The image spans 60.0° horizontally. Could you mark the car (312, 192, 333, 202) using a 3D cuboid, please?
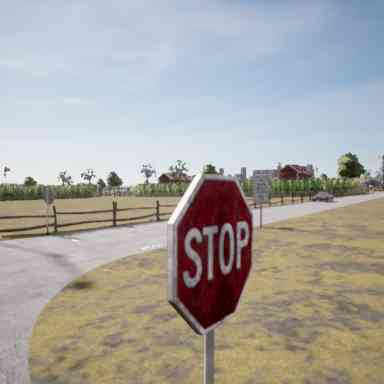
[{"bbox_3d":[18.472,0.702,46.852,1.994,1.385,4.181,0,1,36],"label":"car"}]
